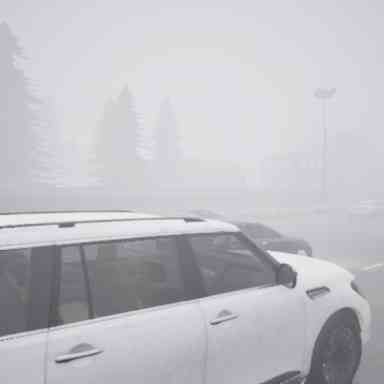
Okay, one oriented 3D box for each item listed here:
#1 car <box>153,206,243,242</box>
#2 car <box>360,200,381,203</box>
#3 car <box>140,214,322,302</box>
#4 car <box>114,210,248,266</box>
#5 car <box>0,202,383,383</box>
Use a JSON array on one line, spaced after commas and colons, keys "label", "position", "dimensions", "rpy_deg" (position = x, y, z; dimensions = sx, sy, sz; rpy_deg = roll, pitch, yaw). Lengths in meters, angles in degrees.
[{"label": "car", "position": [0.349, 1.523, 16.895], "dimensions": [4.181, 1.385, 1.994], "rpy_deg": [0, 0, -36]}, {"label": "car", "position": [14.525, 1.414, 27.009], "dimensions": [4.674, 1.442, 1.812], "rpy_deg": [0, 0, -36]}, {"label": "car", "position": [1.241, 1.480, 8.931], "dimensions": [4.892, 1.490, 1.837], "rpy_deg": [0, 0, -36]}, {"label": "car", "position": [-0.273, 1.498, 12.167], "dimensions": [4.674, 1.442, 1.812], "rpy_deg": [0, 0, -36]}, {"label": "car", "position": [-0.430, 1.215, 3.441], "dimensions": [5.566, 2.045, 2.150], "rpy_deg": [0, 0, -36]}]
